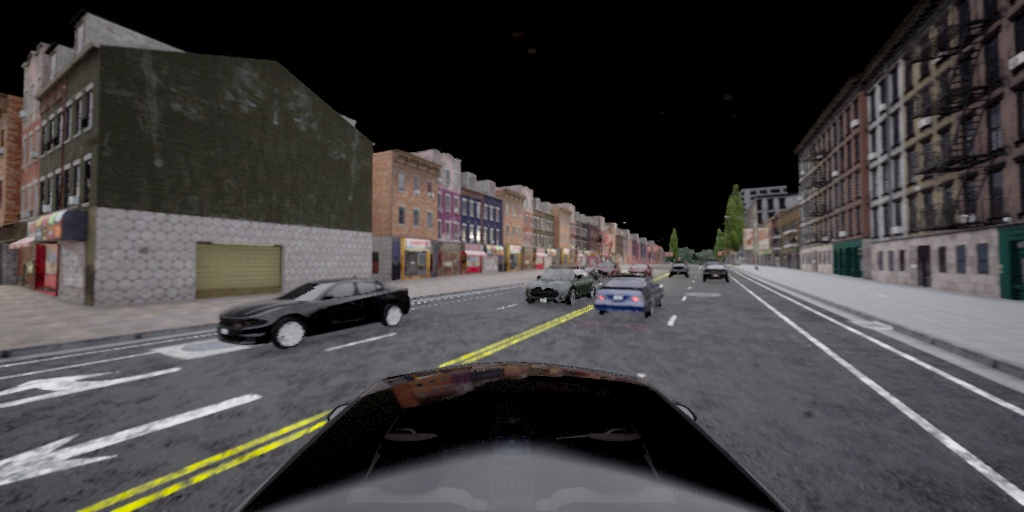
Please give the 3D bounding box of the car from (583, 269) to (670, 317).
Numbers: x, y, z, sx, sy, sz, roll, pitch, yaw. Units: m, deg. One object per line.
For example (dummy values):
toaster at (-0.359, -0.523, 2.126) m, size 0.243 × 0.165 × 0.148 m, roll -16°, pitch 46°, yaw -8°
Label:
car at (4.632, 1.415, 13.840) m, size 2.033 × 1.411 × 5.357 m, roll -1°, pitch -1°, yaw 28°

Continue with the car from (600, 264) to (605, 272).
car at (6.176, 1.597, 30.725) m, size 1.994 × 1.385 × 4.181 m, roll -1°, pitch -1°, yaw 29°

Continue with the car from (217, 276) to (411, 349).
car at (-5.067, 1.369, 9.991) m, size 1.882 × 1.535 × 5.008 m, roll -1°, pitch 0°, yaw 28°

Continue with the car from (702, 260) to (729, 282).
car at (17.589, 1.409, 31.051) m, size 1.882 × 1.535 × 5.008 m, roll -1°, pitch -1°, yaw 29°

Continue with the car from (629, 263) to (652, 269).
car at (13.116, 1.497, 36.585) m, size 1.882 × 1.535 × 5.008 m, roll -1°, pitch -1°, yaw 29°

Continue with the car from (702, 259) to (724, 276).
car at (22.768, 1.302, 40.713) m, size 2.097 × 1.767 × 4.553 m, roll -1°, pitch -1°, yaw 29°

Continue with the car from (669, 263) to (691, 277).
car at (18.237, 1.493, 39.001) m, size 1.837 × 1.490 × 4.892 m, roll -1°, pitch 0°, yaw 28°

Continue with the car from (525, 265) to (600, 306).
car at (2.355, 1.273, 16.881) m, size 2.097 × 1.767 × 4.553 m, roll -1°, pitch -1°, yaw 28°

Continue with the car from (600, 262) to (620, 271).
car at (9.999, 1.420, 37.646) m, size 2.097 × 1.767 × 4.553 m, roll -1°, pitch -1°, yaw 28°
